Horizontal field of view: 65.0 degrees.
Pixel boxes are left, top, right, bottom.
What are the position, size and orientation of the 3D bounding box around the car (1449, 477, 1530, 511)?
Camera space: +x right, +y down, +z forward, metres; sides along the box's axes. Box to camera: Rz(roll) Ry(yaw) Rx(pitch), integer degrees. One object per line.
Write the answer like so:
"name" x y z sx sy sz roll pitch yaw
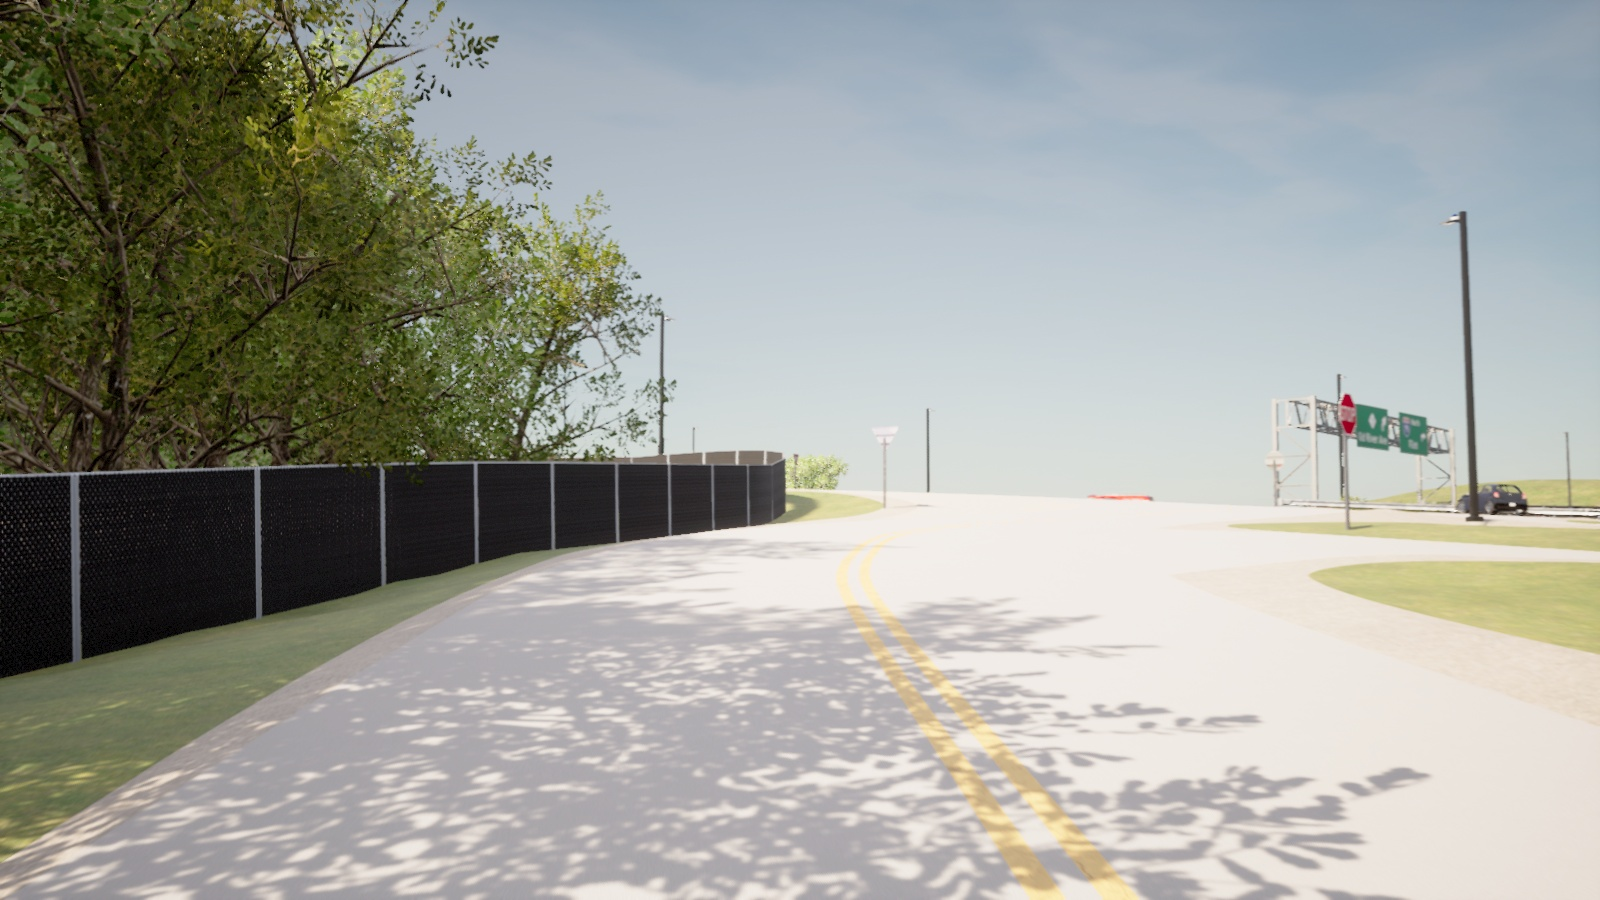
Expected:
"car" 33.046 2.139 60.318 1.845 1.501 3.633 2 -3 -1
